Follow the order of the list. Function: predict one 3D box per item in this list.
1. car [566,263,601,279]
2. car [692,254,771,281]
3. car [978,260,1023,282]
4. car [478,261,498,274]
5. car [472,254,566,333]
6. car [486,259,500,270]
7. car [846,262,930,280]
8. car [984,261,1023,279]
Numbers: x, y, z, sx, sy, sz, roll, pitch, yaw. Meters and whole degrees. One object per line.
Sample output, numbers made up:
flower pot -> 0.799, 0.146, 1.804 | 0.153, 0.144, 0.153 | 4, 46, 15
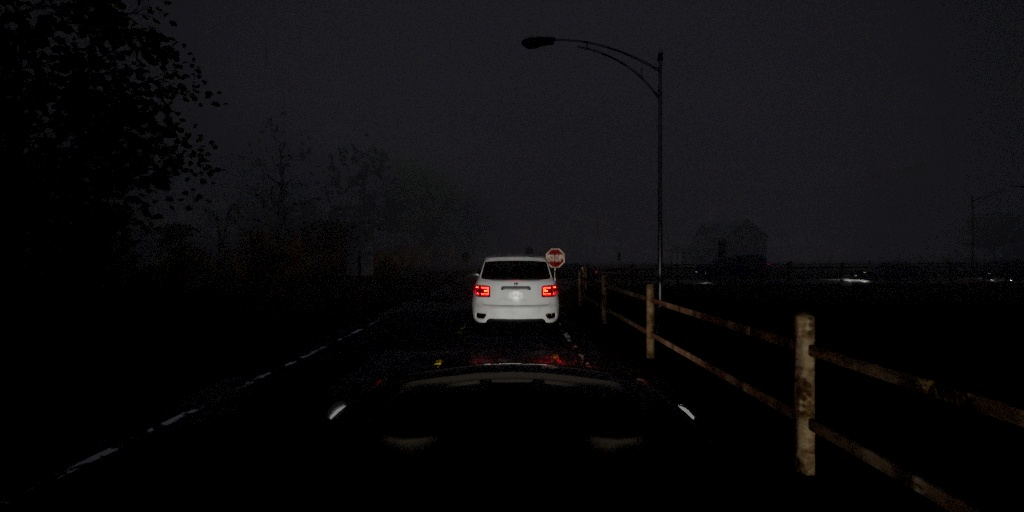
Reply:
car -> 4.648, 1.295, 29.969 | 5.357, 1.411, 2.033 | 0, 0, 22
car -> 17.497, 0.905, 28.667 | 5.566, 2.045, 2.150 | 0, 0, -1
car -> 37.048, 1.066, 26.047 | 4.902, 1.511, 2.128 | 0, 0, -1
car -> -2.842, 1.288, 43.114 | 2.033, 1.411, 5.357 | 0, 0, 0
car -> 0.097, 0.974, 10.826 | 2.150, 2.045, 5.566 | 0, 0, 0
car -> -2.834, 1.253, 53.379 | 1.812, 1.442, 4.674 | 0, 0, 0
car -> 30.236, 1.176, 28.879 | 5.357, 1.411, 2.033 | 0, 0, -1
car -> 41.748, 1.101, 29.044 | 4.674, 1.442, 1.812 | 0, 0, 0
